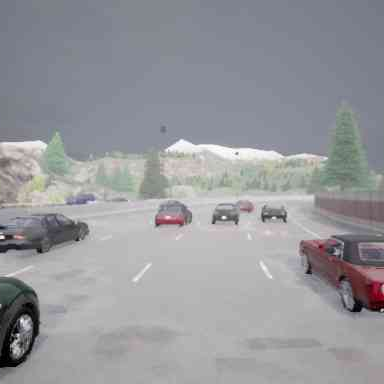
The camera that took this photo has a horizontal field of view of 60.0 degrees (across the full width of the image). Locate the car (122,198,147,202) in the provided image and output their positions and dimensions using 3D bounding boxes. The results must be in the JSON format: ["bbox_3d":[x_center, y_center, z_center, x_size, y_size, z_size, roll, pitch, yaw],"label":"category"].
[{"bbox_3d":[-8.387,1.620,51.271,1.812,1.442,4.674,0,0,20],"label":"car"}]

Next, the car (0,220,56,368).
[{"bbox_3d":[-3.265,1.359,2.948,2.097,1.767,4.553,0,0,1],"label":"car"}]

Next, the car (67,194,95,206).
[{"bbox_3d":[-18.190,1.305,55.046,2.150,2.045,5.566,0,0,20],"label":"car"}]

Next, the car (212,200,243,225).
[{"bbox_3d":[2.582,1.571,24.709,1.812,1.442,4.674,0,0,10],"label":"car"}]

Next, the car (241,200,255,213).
[{"bbox_3d":[6.103,1.633,38.748,1.994,1.385,4.181,0,0,17],"label":"car"}]

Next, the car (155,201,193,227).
[{"bbox_3d":[-1.198,1.606,23.353,1.994,1.385,4.181,0,0,10],"label":"car"}]

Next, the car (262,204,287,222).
[{"bbox_3d":[6.650,1.650,27.180,1.895,1.301,4.718,0,0,12],"label":"car"}]

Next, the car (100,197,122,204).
[{"bbox_3d":[-11.782,1.603,52.162,1.837,1.490,4.892,0,-1,20],"label":"car"}]

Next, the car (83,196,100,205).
[{"bbox_3d":[-14.939,1.696,53.743,1.895,1.301,4.718,0,0,20],"label":"car"}]

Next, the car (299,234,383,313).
[{"bbox_3d":[3.911,1.615,7.581,1.895,1.301,4.718,0,0,4],"label":"car"}]

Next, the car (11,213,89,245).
[{"bbox_3d":[-6.126,1.572,13.666,2.033,1.411,5.357,0,0,6],"label":"car"}]
